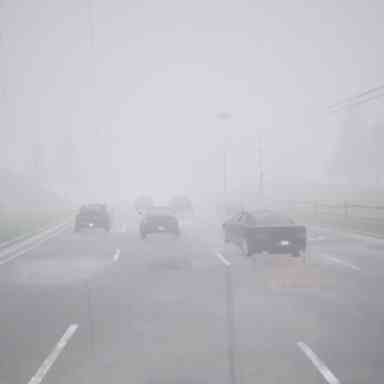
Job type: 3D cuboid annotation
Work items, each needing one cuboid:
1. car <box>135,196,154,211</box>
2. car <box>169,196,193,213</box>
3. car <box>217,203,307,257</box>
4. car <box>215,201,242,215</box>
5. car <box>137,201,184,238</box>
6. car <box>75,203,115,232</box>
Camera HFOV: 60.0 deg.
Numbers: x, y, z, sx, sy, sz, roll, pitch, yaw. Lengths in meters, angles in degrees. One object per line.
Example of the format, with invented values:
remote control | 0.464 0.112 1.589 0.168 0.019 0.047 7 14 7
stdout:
car | -5.394 1.200 37.527 2.097 1.767 4.553 0 0 -10
car | -1.239 1.189 34.237 2.097 1.767 4.553 0 0 -10
car | 2.500 1.397 12.657 1.882 1.535 5.008 0 0 -8
car | 3.362 1.436 28.560 1.895 1.301 4.718 0 0 -10
car | -1.771 1.451 17.300 1.812 1.442 4.674 0 0 -10
car | -5.769 1.445 19.970 1.837 1.490 4.892 0 1 -10
